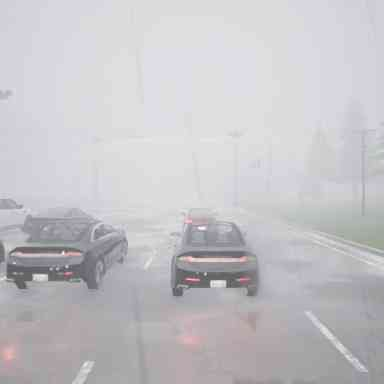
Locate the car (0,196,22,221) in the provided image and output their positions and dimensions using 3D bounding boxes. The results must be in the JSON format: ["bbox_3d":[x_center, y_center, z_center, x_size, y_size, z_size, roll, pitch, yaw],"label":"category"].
[{"bbox_3d":[-10.050,1.223,16.614,2.150,2.045,5.566,0,0,0],"label":"car"}]

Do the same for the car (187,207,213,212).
[{"bbox_3d":[0.435,1.527,17.678,1.812,1.442,4.674,0,0,0],"label":"car"}]

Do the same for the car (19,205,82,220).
[{"bbox_3d":[-6.553,1.479,17.118,1.882,1.535,5.008,0,0,0],"label":"car"}]

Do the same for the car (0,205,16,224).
[{"bbox_3d":[-6.532,1.352,7.945,2.097,1.767,4.553,0,0,0],"label":"car"}]

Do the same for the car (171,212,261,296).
[{"bbox_3d":[0.482,1.492,8.598,2.128,1.511,4.902,0,0,0],"label":"car"}]

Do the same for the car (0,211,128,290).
[{"bbox_3d":[-3.033,1.492,9.076,2.128,1.511,4.902,0,0,0],"label":"car"}]
